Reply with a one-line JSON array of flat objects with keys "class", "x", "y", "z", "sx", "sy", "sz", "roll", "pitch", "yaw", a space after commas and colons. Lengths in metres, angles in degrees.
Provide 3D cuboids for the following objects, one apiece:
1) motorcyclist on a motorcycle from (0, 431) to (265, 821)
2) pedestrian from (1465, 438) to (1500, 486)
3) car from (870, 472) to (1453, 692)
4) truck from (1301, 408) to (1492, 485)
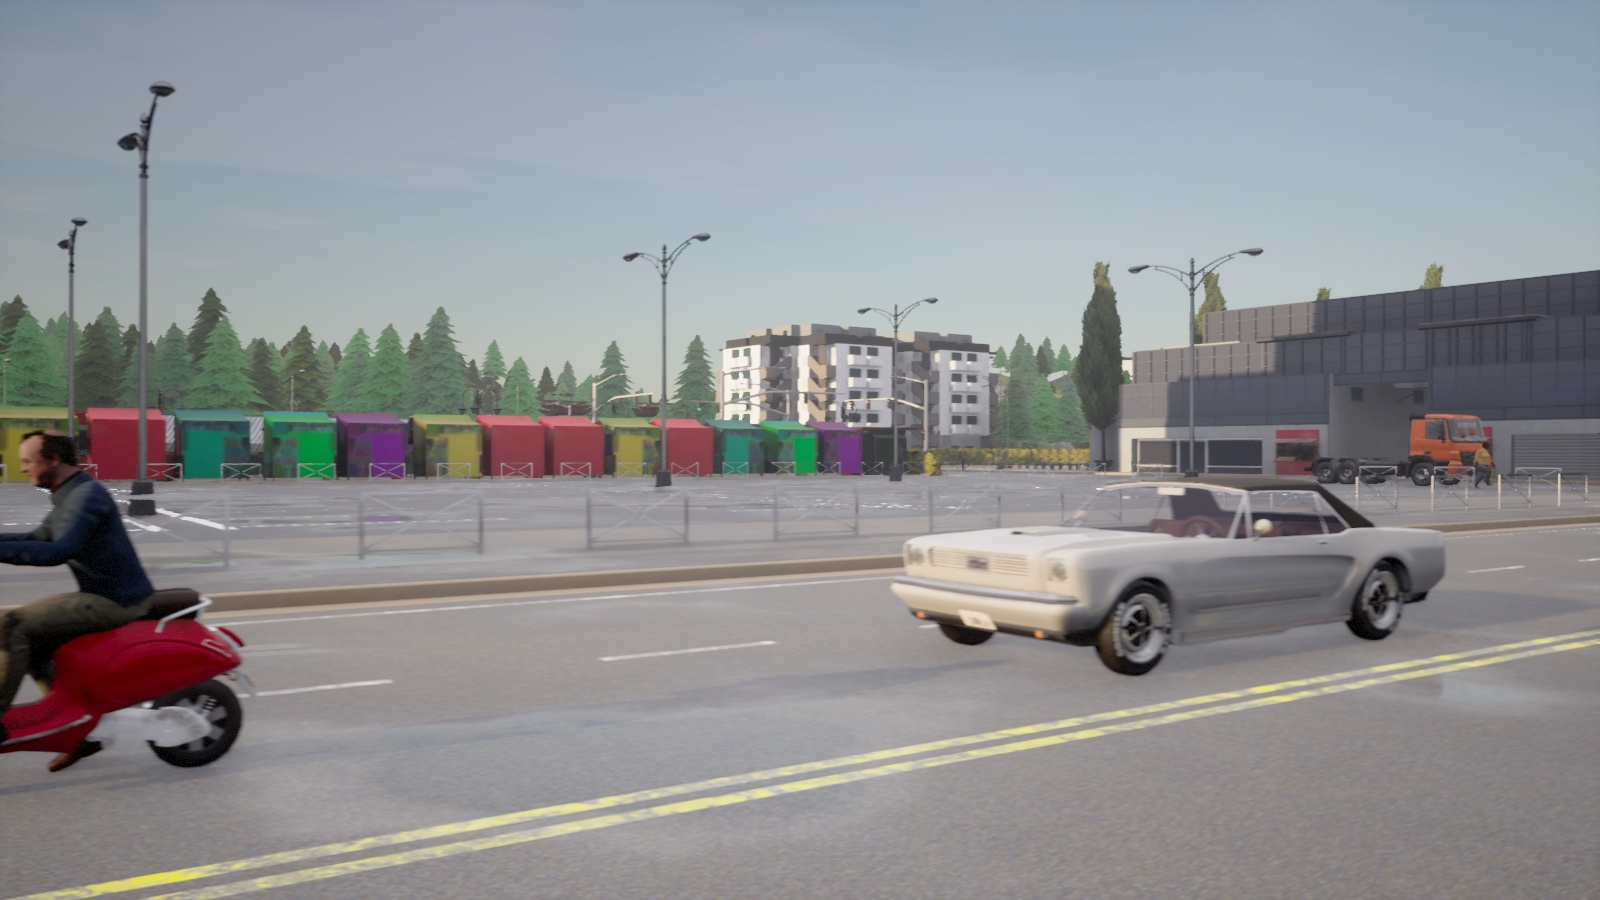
[{"class": "motorcyclist on a motorcycle", "x": -3.419, "y": 0.719, "z": 5.534, "sx": 1.817, "sy": 1.590, "sz": 0.866, "roll": 0, "pitch": 0, "yaw": -35}, {"class": "pedestrian", "x": 26.795, "y": 0.467, "z": 49.326, "sx": 0.874, "sy": 1.855, "sz": 0.900, "roll": 0, "pitch": 0, "yaw": -32}, {"class": "car", "x": 3.005, "y": 0.863, "z": 9.983, "sx": 4.718, "sy": 1.301, "sz": 1.895, "roll": 0, "pitch": 0, "yaw": -35}, {"class": "truck", "x": 28.460, "y": -0.150, "z": 60.336, "sx": 2.891, "sy": 3.462, "sz": 7.936, "roll": 0, "pitch": 0, "yaw": -33}]
